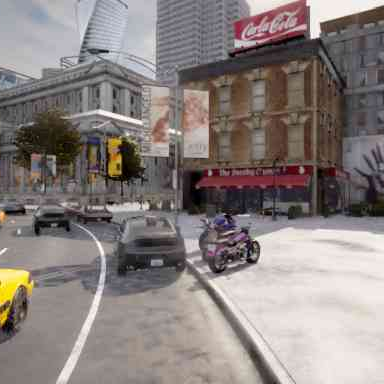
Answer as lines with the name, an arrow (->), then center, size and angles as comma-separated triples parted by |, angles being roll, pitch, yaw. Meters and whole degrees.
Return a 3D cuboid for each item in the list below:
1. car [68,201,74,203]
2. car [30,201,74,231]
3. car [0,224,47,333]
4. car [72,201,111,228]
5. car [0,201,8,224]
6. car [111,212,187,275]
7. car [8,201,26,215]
car -> -10.641, 1.512, 29.304 | 2.002, 1.452, 4.674 | 0, 0, -38
car -> -8.532, 1.500, 20.019 | 1.837, 1.490, 4.892 | 0, 0, -27
car -> -3.443, 1.453, 3.698 | 1.801, 1.575, 5.366 | 0, 0, -7
car -> -7.348, 1.590, 24.614 | 1.895, 1.301, 4.718 | 0, 0, -28
car -> -11.726, 1.341, 18.580 | 2.097, 1.767, 4.553 | 0, 0, -27
car -> -1.487, 1.504, 10.572 | 1.837, 1.490, 4.892 | 0, 0, -15
car -> -18.332, 1.549, 33.387 | 1.994, 1.385, 4.181 | 0, 0, -45
